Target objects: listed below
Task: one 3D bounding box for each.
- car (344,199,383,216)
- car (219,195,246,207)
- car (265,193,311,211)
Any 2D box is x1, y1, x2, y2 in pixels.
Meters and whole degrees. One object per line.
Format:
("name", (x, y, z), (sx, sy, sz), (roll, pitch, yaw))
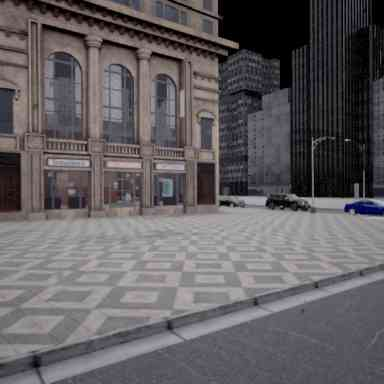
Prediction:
("car", (16.684, 1.458, 30.701), (1.882, 1.535, 5.008), (-1, 0, -35))
("car", (5.545, 1.275, 47.203), (2.097, 1.767, 4.553), (-1, 0, -34))
("car", (11.116, 1.173, 38.938), (2.150, 2.045, 5.566), (-1, 0, -34))
